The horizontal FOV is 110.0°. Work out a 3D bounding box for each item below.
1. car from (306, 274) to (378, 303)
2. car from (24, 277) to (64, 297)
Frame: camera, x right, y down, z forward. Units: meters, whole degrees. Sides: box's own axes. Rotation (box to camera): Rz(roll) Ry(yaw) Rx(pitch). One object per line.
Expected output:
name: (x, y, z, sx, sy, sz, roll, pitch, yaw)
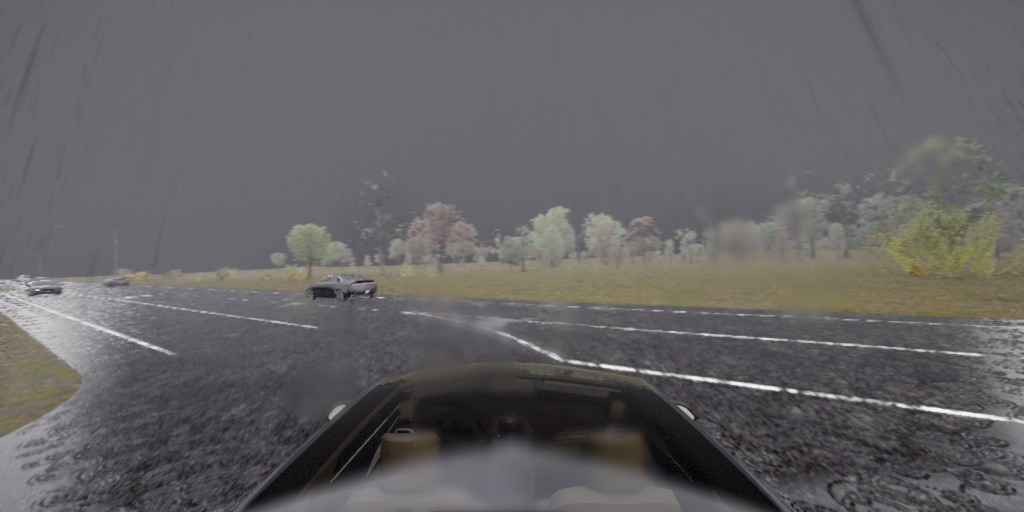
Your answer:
car: (-9.561, 1.740, 19.996, 4.902, 1.511, 2.128, -2, 0, 33)
car: (-45.416, 3.139, 34.867, 4.892, 1.490, 1.837, -2, 0, 33)
